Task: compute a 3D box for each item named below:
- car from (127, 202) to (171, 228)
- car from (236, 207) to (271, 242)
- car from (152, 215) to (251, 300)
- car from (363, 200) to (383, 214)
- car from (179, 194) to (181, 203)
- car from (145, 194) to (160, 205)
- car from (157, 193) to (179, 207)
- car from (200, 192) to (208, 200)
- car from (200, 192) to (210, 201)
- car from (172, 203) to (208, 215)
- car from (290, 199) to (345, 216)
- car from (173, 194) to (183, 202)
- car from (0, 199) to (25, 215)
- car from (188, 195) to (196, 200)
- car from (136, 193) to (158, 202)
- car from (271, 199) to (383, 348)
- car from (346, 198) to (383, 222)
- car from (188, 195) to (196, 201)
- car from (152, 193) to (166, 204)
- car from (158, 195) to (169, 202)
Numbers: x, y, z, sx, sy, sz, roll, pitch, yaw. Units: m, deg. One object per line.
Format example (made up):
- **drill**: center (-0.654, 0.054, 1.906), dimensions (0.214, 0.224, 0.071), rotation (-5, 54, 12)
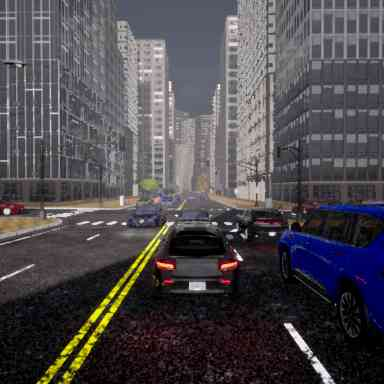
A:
- **car**: center (-2.855, 1.553, 21.787), dimensions (1.994, 1.385, 4.181), rotation (0, 0, 4)
- **car**: center (3.339, 1.496, 16.273), dimensions (1.837, 1.490, 4.892), rotation (0, 0, 0)
- **car**: center (0.093, 1.522, 8.270), dimensions (1.812, 1.442, 4.674), rotation (0, 0, 0)
- **car**: center (21.784, 1.643, 36.682), dimensions (4.829, 1.417, 1.752), rotation (1, 0, 1)
- **car**: center (-3.374, 1.503, 57.355), dimensions (2.033, 1.411, 5.357), rotation (0, 0, 0)
- **car**: center (-6.624, 1.309, 56.473), dimensions (2.097, 1.767, 4.553), rotation (0, 0, 0)
- **car**: center (-3.378, 1.318, 47.883), dimensions (2.097, 1.767, 4.553), rotation (0, 0, 0)
- **car**: center (3.188, 0.967, 89.619), dimensions (2.150, 2.045, 5.566), rotation (0, 0, 0)
- **car**: center (3.196, 1.443, 79.589), dimensions (1.812, 1.442, 4.674), rotation (0, 0, 0)
- **car**: center (0.089, 1.538, 17.544), dimensions (2.033, 1.411, 5.357), rotation (0, 0, 0)
- **car**: center (12.867, 1.557, 34.341), dimensions (5.008, 1.535, 1.882), rotation (1, 1, 3)
- **car**: center (-3.304, 1.284, 77.379), dimensions (2.097, 1.767, 4.553), rotation (0, 0, 0)
- **car**: center (-18.539, 1.330, 31.516), dimensions (5.008, 1.535, 1.882), rotation (1, 1, 1)
- **car**: center (-0.063, 1.461, 90.703), dimensions (1.994, 1.385, 4.181), rotation (0, 0, 0)
- **car**: center (-6.660, 1.318, 47.835), dimensions (2.097, 1.767, 4.553), rotation (0, 0, 1)
- **car**: center (3.349, 1.218, 6.413), dimensions (2.150, 2.045, 5.566), rotation (0, 0, 0)
- **car**: center (16.181, 1.519, 28.391), dimensions (5.009, 1.841, 2.192), rotation (1, 0, 1)
- **car**: center (-0.056, 1.464, 80.807), dimensions (2.033, 1.411, 5.357), rotation (0, 0, 0)
- **car**: center (-6.577, 1.166, 66.002), dimensions (2.150, 2.045, 5.566), rotation (0, 0, 1)
- **car**: center (-6.554, 1.470, 76.482), dimensions (2.033, 1.411, 5.357), rotation (0, 0, 0)
